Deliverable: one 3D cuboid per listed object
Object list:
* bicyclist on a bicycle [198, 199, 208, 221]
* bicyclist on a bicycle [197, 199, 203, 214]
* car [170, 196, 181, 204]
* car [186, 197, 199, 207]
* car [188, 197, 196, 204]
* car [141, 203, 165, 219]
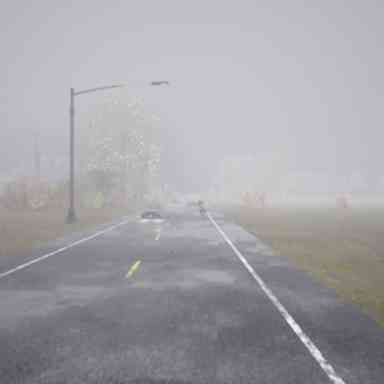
[{"bbox_3d":[0.959,1.585,27.913,0.866,1.612,1.509,0,0,0],"label":"bicyclist on a bicycle"},{"bbox_3d":[0.936,1.654,38.715,0.582,1.620,1.656,0,-1,0],"label":"bicyclist on a bicycle"},{"bbox_3d":[-3.550,1.666,72.380,2.097,1.767,4.553,0,0,0],"label":"car"},{"bbox_3d":[0.032,1.808,56.760,1.812,1.442,4.674,0,0,0],"label":"car"},{"bbox_3d":[-0.052,1.885,74.682,1.812,1.442,4.674,0,0,0],"label":"car"},{"bbox_3d":[-3.621,1.714,31.709,2.033,1.411,5.357,0,0,0],"label":"car"}]
